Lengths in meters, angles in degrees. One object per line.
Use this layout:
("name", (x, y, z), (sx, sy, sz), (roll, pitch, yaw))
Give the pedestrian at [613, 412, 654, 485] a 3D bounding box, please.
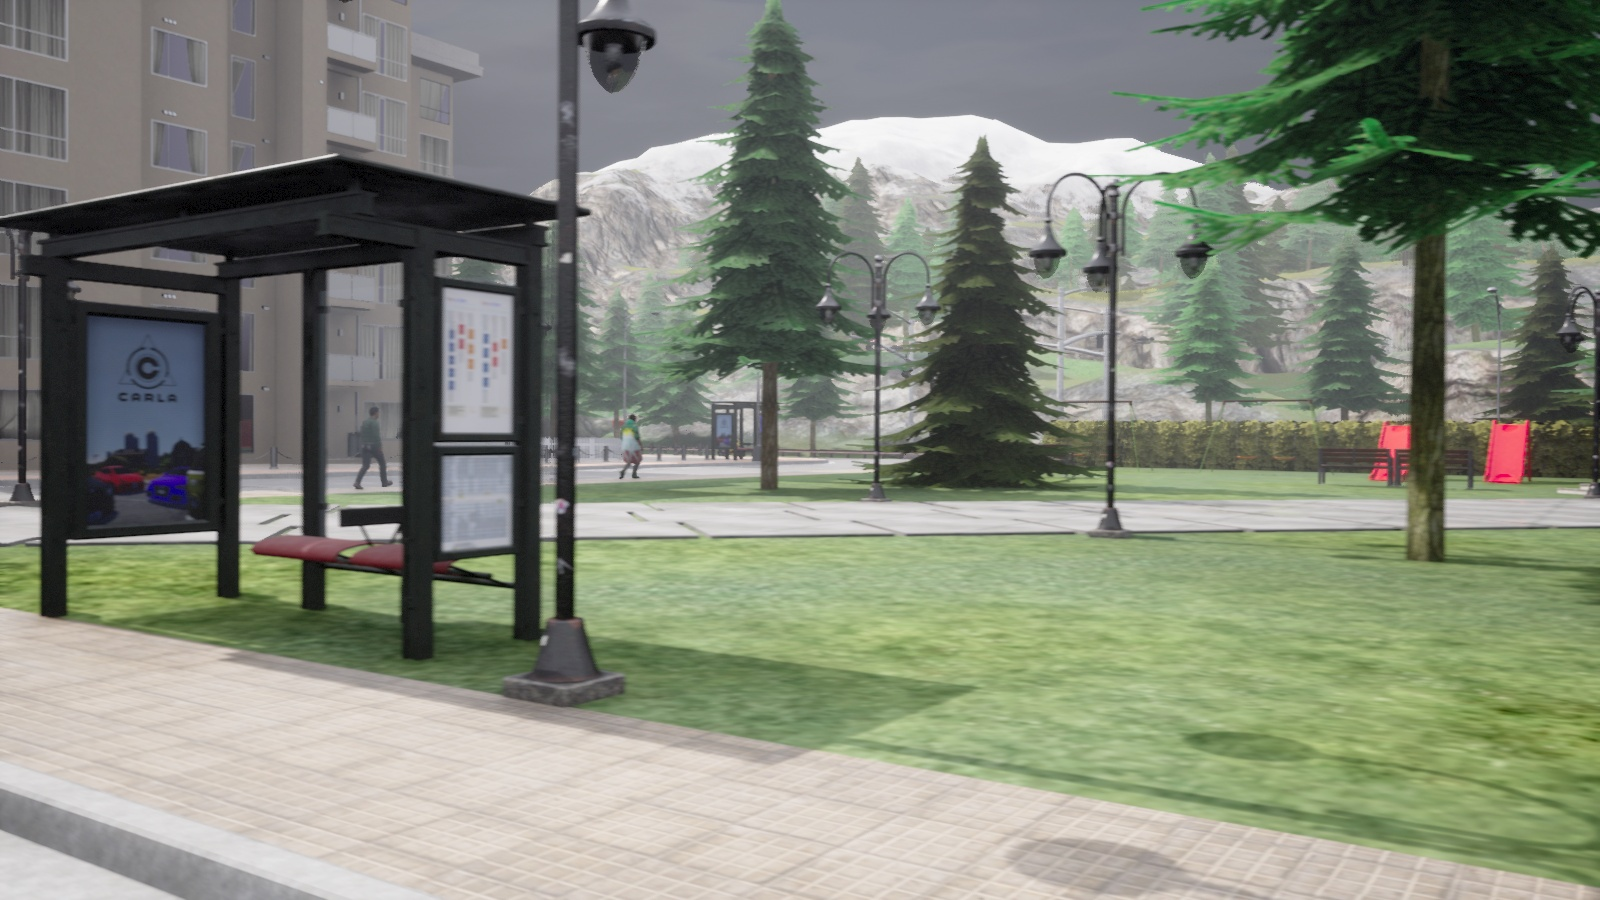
("pedestrian", (-4.545, -0.050, 34.266), (0.659, 1.952, 0.873), (0, 1, 34))
